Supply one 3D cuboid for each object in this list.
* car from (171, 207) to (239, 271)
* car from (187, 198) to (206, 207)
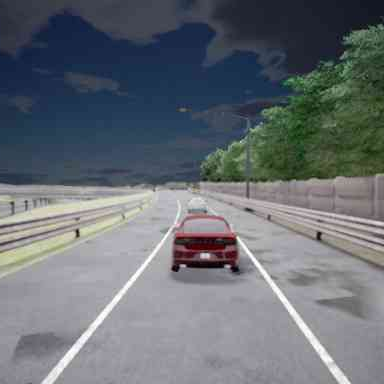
[{"bbox_3d":[0.406,1.484,11.003,1.882,1.535,5.008,0,0,1],"label":"car"},{"bbox_3d":[0.468,1.319,34.488,1.812,1.442,4.674,0,1,-1],"label":"car"}]
